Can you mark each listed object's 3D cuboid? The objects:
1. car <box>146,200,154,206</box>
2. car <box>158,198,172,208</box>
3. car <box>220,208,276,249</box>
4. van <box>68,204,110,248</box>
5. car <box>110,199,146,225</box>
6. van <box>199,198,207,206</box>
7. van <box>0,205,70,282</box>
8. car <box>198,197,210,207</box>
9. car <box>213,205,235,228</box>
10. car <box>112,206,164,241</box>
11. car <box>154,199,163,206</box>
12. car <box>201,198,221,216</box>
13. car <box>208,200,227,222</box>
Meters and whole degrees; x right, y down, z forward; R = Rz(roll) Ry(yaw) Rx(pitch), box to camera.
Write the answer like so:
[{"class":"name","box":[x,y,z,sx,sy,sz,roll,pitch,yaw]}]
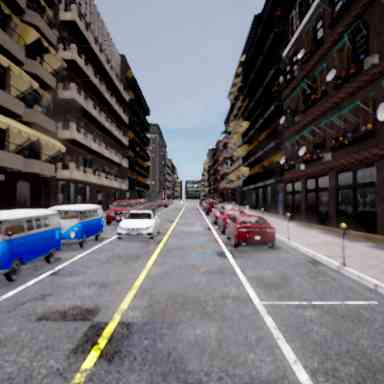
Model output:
[{"class":"car","box":[-5.303,1.634,31.929,2.192,1.841,5.009,1,-1,0]},{"class":"car","box":[-5.316,1.951,59.580,2.192,1.841,5.009,1,-1,0]},{"class":"car","box":[2.579,1.690,15.279,1.887,1.381,4.507,1,-1,0]},{"class":"van","box":[-5.297,1.489,15.339,1.690,1.788,3.998,1,-1,0]},{"class":"car","box":[-5.301,1.576,26.399,2.192,1.841,5.009,1,-1,0]},{"class":"van","box":[2.522,2.190,76.121,1.690,1.788,3.998,1,-1,0]},{"class":"van","box":[-5.294,1.434,9.807,1.690,1.788,3.998,2,-1,0]},{"class":"car","box":[2.525,2.090,70.590,2.192,1.841,5.009,1,-1,0]},{"class":"car","box":[2.576,1.746,20.808,1.887,1.381,4.507,1,-1,0]},{"class":"car","box":[-2.757,1.699,18.007,1.812,1.442,4.674,0,-1,0]},{"class":"car","box":[-5.314,2.006,42.988,1.947,1.339,4.313,1,-1,0]},{"class":"car","box":[2.540,1.692,37.403,2.192,1.841,5.009,1,-1,0]},{"class":"car","box":[2.584,1.699,26.341,1.967,1.590,4.097,1,-1,0]}]
